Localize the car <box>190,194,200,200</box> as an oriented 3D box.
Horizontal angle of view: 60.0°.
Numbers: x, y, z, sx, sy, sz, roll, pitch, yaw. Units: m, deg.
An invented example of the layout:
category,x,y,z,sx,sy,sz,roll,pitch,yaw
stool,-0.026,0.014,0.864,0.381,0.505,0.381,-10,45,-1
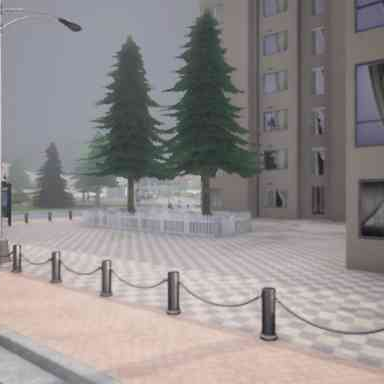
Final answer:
category,x,y,z,sx,sy,sz,roll,pitch,yaw
car,2.162,1.422,93.524,3.806,1.475,1.970,0,0,35
